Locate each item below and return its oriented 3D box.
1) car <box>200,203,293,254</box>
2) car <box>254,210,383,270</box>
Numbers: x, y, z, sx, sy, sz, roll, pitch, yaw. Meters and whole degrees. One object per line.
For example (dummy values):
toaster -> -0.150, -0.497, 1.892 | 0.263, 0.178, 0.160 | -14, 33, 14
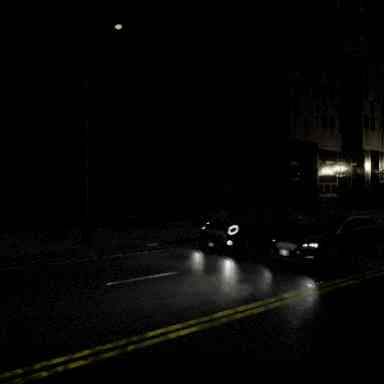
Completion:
car -> 2.522, 1.330, 13.465 | 4.553, 1.767, 2.097 | 0, 0, -35
car -> 4.648, 1.469, 10.989 | 4.902, 1.511, 2.128 | 0, 0, -35
